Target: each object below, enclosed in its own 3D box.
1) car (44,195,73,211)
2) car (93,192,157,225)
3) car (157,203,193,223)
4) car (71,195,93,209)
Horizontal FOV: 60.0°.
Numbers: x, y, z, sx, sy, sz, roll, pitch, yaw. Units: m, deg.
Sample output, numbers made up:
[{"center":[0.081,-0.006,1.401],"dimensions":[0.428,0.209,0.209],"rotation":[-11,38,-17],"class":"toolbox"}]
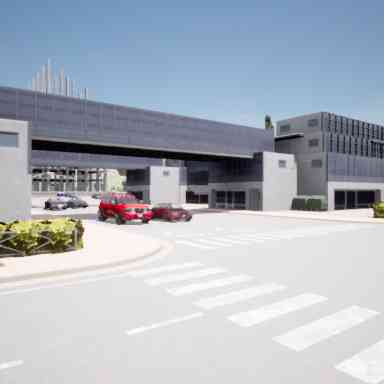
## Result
[{"center":[-16.498,1.491,40.137],"dimensions":[2.128,1.511,4.902],"rotation":[0,0,-36],"class":"car"},{"center":[-5.052,1.220,24.334],"dimensions":[2.150,2.045,5.566],"rotation":[0,0,-36],"class":"car"},{"center":[-1.762,1.563,25.757],"dimensions":[1.994,1.385,4.181],"rotation":[0,0,-36],"class":"car"},{"center":[-15.657,1.547,44.962],"dimensions":[2.033,1.411,5.357],"rotation":[0,0,-36],"class":"car"}]
